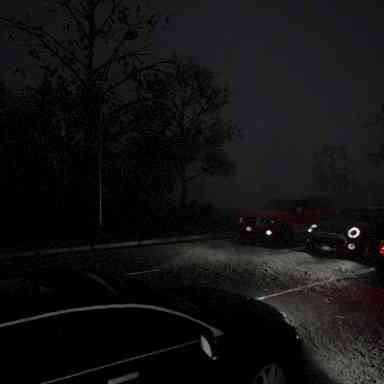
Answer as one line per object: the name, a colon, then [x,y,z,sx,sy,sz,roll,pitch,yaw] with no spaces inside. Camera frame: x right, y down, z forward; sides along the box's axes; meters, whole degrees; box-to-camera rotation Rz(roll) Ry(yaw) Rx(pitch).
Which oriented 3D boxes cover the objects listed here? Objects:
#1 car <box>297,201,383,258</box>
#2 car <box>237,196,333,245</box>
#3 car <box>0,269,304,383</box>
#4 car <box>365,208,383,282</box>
car: [6.460,1.352,12.742,4.553,1.767,2.097,0,0,-35]
car: [4.695,1.221,15.781,5.566,2.045,2.150,0,0,-35]
car: [-1.011,1.506,2.990,4.892,1.490,1.837,0,0,-35]
car: [6.669,1.352,8.374,4.553,1.767,2.097,0,0,-35]
